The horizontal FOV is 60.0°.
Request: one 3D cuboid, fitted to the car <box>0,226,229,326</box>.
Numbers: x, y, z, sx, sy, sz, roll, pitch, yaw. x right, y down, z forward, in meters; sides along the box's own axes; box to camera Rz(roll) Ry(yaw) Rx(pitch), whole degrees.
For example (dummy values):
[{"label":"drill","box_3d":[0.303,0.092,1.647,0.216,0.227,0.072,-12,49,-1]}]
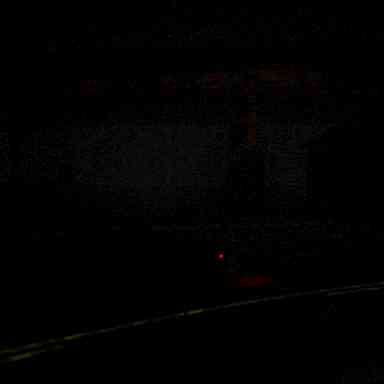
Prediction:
[{"label":"car","box_3d":[-1.794,1.450,6.941,5.357,1.411,2.033,0,1,-30]}]
